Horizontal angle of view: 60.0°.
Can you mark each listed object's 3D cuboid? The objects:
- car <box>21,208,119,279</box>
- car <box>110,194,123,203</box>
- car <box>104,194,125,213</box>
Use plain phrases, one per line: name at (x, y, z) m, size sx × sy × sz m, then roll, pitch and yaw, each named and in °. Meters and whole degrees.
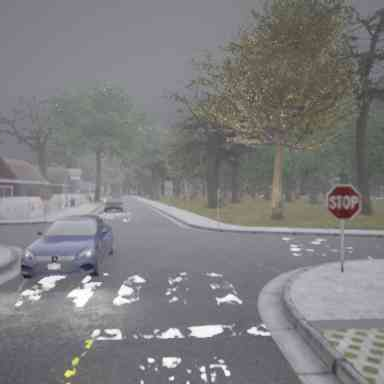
car at (-3.441, 1.448, 9.995) m, size 1.812 × 1.442 × 4.674 m, roll 0°, pitch 0°, yaw -6°
car at (-13.039, 1.089, 57.456) m, size 2.033 × 1.411 × 5.357 m, roll 0°, pitch 0°, yaw -12°
car at (-7.820, 1.267, 33.489) m, size 2.033 × 1.411 × 5.357 m, roll 0°, pitch 0°, yaw -12°
